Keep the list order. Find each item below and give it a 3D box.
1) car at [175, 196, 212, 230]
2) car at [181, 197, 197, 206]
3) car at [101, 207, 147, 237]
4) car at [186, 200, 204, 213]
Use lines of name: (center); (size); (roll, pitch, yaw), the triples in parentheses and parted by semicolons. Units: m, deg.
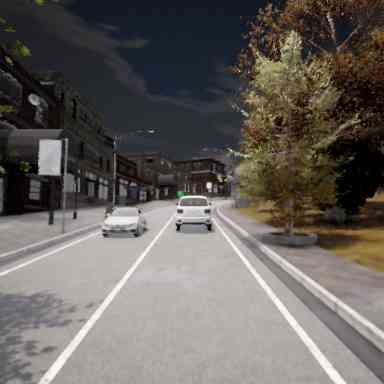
car: (0.102, 1.265, 21.492); (2.150, 2.045, 5.566); (0, 0, 0)
car: (-0.479, 1.638, 60.443); (1.837, 1.490, 4.892); (-1, 0, 12)
car: (-3.592, 1.562, 18.360); (1.812, 1.442, 4.674); (0, 0, 0)
car: (0.456, 1.667, 39.635); (1.895, 1.301, 4.718); (0, 0, 3)
